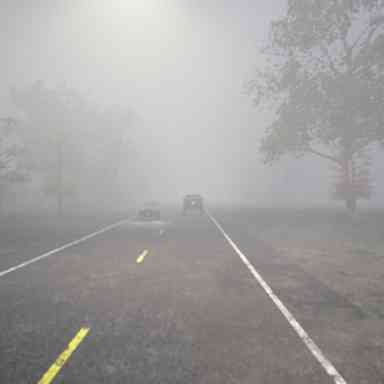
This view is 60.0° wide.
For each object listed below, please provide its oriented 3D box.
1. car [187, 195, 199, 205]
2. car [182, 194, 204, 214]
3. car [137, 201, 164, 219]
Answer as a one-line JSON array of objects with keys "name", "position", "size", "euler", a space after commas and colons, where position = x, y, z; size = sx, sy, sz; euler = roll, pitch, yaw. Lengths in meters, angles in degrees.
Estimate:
[{"name": "car", "position": [0.137, 1.385, 58.578], "size": [2.097, 1.767, 4.553], "euler": [0, 0, 0]}, {"name": "car", "position": [0.125, 1.243, 36.585], "size": [2.150, 2.045, 5.566], "euler": [0, 0, 0]}, {"name": "car", "position": [-3.526, 1.495, 29.069], "size": [1.882, 1.535, 5.008], "euler": [0, 0, 1]}]
